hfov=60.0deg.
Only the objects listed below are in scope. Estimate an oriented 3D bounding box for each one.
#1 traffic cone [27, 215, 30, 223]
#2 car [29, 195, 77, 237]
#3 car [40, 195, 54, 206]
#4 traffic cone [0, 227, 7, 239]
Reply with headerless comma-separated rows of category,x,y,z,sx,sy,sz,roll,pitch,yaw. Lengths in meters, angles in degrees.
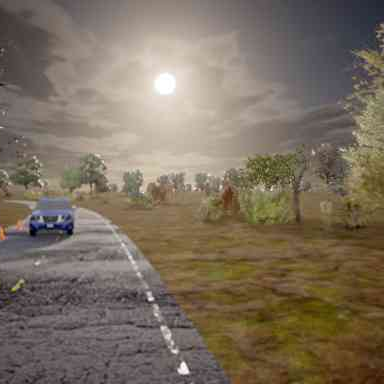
traffic cone,-12.927,2.143,26.428,0.340,0.580,0.340,0,0,-20
car,-8.021,1.356,19.448,2.150,2.045,5.566,0,0,-18
car,-30.284,1.703,69.373,2.150,2.045,5.566,0,0,-31
traffic cone,-9.739,2.080,17.058,0.340,0.580,0.340,0,0,-18
